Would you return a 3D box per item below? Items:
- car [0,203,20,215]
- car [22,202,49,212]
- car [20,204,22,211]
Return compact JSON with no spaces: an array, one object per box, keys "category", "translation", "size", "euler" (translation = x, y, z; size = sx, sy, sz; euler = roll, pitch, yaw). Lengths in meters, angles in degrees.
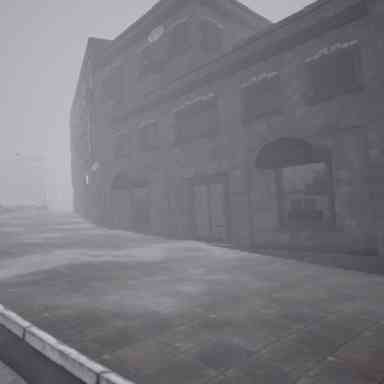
[{"category":"car","translation":[-23.205,2.148,40.316],"size":[1.895,1.301,4.718],"euler":[-3,-1,-4]},{"category":"car","translation":[-23.976,2.274,51.747],"size":[1.812,1.442,4.674],"euler":[-3,-1,-2]},{"category":"car","translation":[-27.449,2.486,51.178],"size":[2.033,1.411,5.357],"euler":[-3,-1,-2]}]
